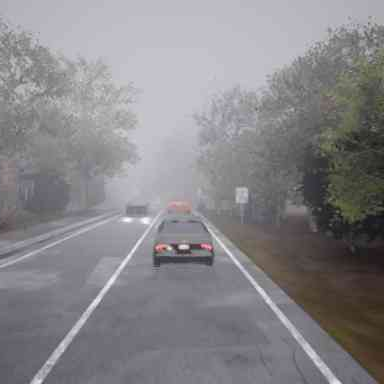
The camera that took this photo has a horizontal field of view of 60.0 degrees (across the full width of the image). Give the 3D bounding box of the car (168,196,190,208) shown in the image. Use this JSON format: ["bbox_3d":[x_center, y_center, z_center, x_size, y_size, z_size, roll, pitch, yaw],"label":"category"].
[{"bbox_3d":[-1.306,1.209,32.989,2.097,1.767,4.553,0,0,-3],"label":"car"}]

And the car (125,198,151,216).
[{"bbox_3d":[-4.874,1.325,30.383,1.882,1.535,5.008,0,0,-3],"label":"car"}]

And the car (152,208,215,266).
[{"bbox_3d":[-0.320,1.500,11.367,2.033,1.411,5.357,0,0,-2],"label":"car"}]
